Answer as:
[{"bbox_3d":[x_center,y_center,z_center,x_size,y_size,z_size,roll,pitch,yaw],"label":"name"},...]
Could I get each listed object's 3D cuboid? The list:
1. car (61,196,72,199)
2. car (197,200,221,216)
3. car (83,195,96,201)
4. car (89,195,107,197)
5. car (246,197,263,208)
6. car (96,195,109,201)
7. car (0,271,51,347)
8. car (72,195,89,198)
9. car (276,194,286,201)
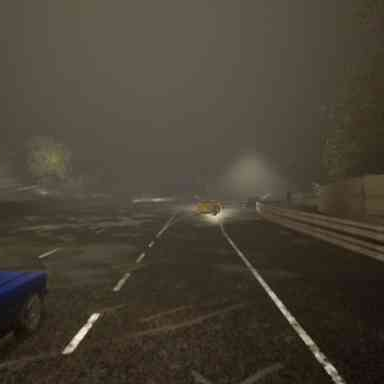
[{"bbox_3d":[-27.977,1.560,74.536,1.994,1.385,4.181,0,0,0],"label":"car"},{"bbox_3d":[1.741,1.520,33.465,1.882,1.535,5.008,0,-1,11],"label":"car"},{"bbox_3d":[-27.972,1.522,90.786,1.837,1.490,4.892,0,0,0],"label":"car"},{"bbox_3d":[-20.977,1.531,74.534,1.812,1.442,4.674,0,0,0],"label":"car"},{"bbox_3d":[11.428,1.871,60.385,2.150,2.045,5.566,0,-1,26],"label":"car"},{"bbox_3d":[-24.472,1.547,90.785,2.128,1.511,4.902,0,0,0],"label":"car"},{"bbox_3d":[-3.401,1.601,3.720,1.895,1.301,4.718,0,0,0],"label":"car"},{"bbox_3d":[-24.477,1.602,74.505,1.895,1.301,4.718,0,0,0],"label":"car"},{"bbox_3d":[22.852,1.837,86.459,1.812,1.442,4.674,0,3,21],"label":"car"}]
